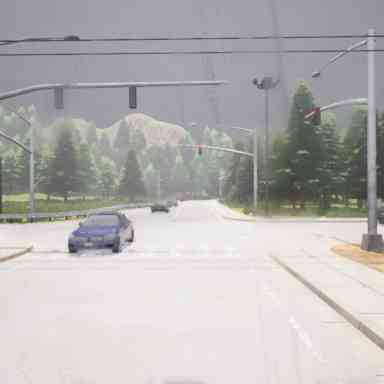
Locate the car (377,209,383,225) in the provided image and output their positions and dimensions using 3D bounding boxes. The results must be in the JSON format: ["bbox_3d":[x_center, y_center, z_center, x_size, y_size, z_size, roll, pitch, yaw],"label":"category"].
[{"bbox_3d":[14.611,1.362,22.105,4.553,1.767,2.097,0,0,1],"label":"car"}]

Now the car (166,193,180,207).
[{"bbox_3d":[-3.454,1.508,53.826,2.097,1.767,4.553,0,0,1],"label":"car"}]

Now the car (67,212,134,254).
[{"bbox_3d":[-3.595,1.586,13.924,1.812,1.442,4.674,0,0,0],"label":"car"}]

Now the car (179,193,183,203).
[{"bbox_3d":[-2.996,1.225,69.377,2.150,2.045,5.566,0,0,2],"label":"car"}]

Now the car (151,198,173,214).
[{"bbox_3d":[-3.548,1.717,37.649,1.895,1.301,4.718,0,0,0],"label":"car"}]
